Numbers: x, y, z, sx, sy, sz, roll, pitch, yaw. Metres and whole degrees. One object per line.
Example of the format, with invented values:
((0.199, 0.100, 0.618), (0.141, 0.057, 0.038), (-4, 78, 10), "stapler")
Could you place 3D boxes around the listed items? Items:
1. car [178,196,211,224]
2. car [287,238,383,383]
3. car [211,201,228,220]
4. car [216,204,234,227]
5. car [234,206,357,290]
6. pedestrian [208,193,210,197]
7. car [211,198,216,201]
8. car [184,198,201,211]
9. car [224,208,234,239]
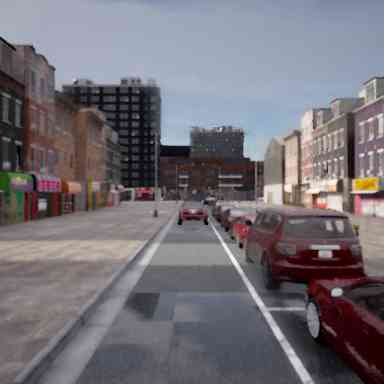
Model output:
((0.083, 1.367, 24.681), (2.097, 1.767, 4.553), (0, 0, 0), "car")
((2.644, 1.546, 3.554), (1.887, 1.381, 4.507), (1, 0, 0), "car")
((2.643, 1.599, 25.304), (1.802, 1.307, 4.206), (0, 0, 0), "car")
((2.643, 1.593, 19.866), (1.802, 1.307, 4.206), (0, 0, 0), "car")
((2.646, 1.318, 8.992), (2.192, 1.841, 5.009), (1, 0, 0), "car")
((2.749, 1.115, 54.183), (0.375, 1.860, 0.375), (0, -1, 0), "pedestrian")
((2.643, 1.575, 30.741), (2.008, 1.369, 4.403), (0, 0, 0), "car")
((0.094, 1.592, 43.017), (2.033, 1.411, 5.357), (0, 0, 0), "car")
((2.643, 1.588, 14.429), (1.802, 1.307, 4.206), (0, 0, 0), "car")
